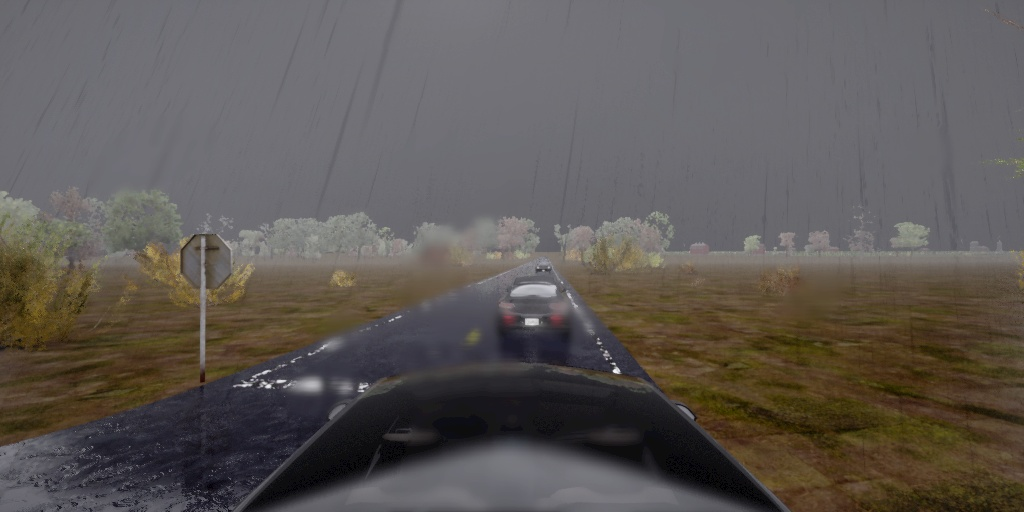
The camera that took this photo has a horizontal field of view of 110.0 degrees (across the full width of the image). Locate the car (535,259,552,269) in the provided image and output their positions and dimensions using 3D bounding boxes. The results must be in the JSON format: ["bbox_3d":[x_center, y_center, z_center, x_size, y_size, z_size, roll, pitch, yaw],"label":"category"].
[{"bbox_3d":[3.758,1.348,42.429,1.895,1.301,4.718,0,0,6],"label":"car"}]

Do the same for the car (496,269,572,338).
[{"bbox_3d":[0.673,1.276,10.142,1.812,1.442,4.674,0,0,5],"label":"car"}]
